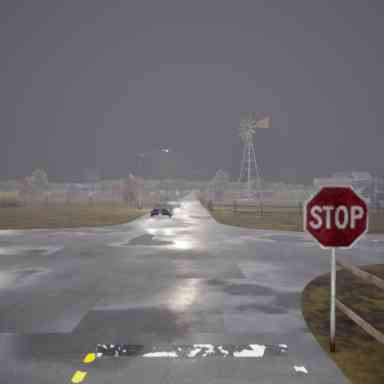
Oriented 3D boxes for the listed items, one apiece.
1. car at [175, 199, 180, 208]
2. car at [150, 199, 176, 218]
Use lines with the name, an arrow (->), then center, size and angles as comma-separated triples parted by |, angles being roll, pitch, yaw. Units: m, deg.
car -> -2.761, 1.693, 50.534 | 1.895, 1.301, 4.718 | 0, 0, 0
car -> -2.756, 1.631, 30.864 | 1.895, 1.301, 4.718 | 0, 0, 0
